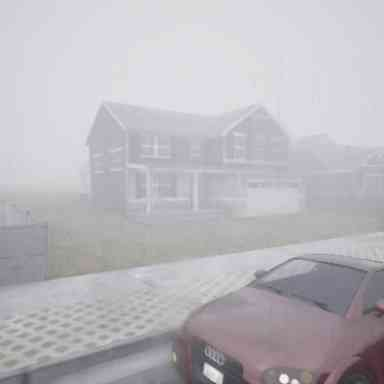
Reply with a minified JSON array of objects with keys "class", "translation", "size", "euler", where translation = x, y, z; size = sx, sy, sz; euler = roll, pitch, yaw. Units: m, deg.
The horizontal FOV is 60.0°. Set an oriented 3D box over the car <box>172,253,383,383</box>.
[{"class":"car","translation":[1.826,1.572,4.358],"size":[4.181,1.385,1.994],"euler":[0,0,-35]}]
